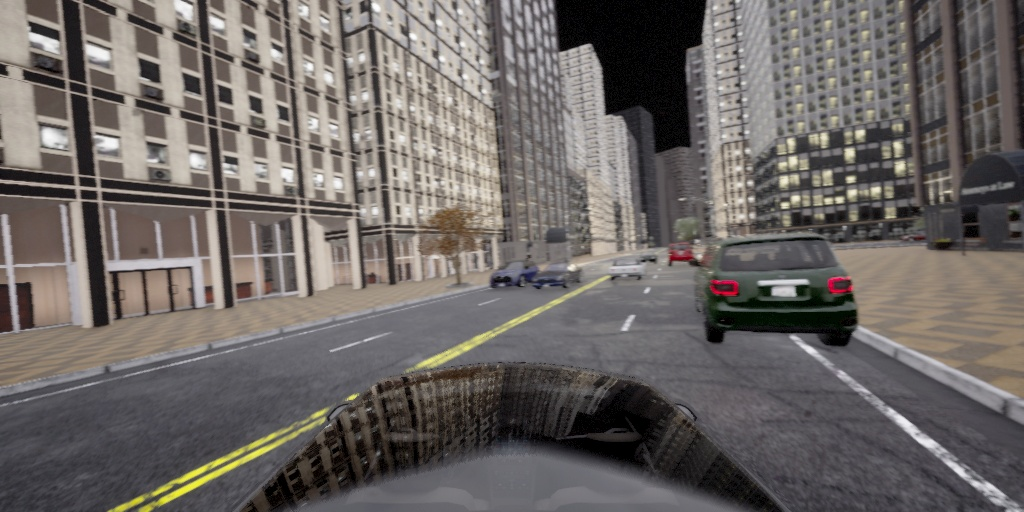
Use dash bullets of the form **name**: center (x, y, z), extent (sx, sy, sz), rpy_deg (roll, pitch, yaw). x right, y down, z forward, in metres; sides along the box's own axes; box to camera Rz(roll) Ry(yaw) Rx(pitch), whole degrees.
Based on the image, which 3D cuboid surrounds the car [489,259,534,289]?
- **car**: center (0.281, 1.071, 23.333), extent (2.097, 1.767, 4.553), rpy_deg (-4, 0, 25)

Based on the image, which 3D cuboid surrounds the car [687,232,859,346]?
- **car**: center (5.396, 0.578, 8.105), extent (2.150, 2.045, 5.566), rpy_deg (-4, 0, 24)

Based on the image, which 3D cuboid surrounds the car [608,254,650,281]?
- **car**: center (7.470, 0.798, 22.990), extent (1.895, 1.301, 4.718), rpy_deg (-4, 0, 24)

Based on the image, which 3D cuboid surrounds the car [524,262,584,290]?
- **car**: center (2.855, 1.080, 21.140), extent (2.033, 1.411, 5.357), rpy_deg (-4, 0, 24)

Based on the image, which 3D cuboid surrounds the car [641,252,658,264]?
- **car**: center (15.452, 0.211, 40.600), extent (1.895, 1.301, 4.718), rpy_deg (-4, 0, 24)

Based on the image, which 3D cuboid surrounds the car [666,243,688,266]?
- **car**: center (16.171, -0.217, 34.454), extent (2.150, 2.045, 5.566), rpy_deg (-4, 0, 25)
